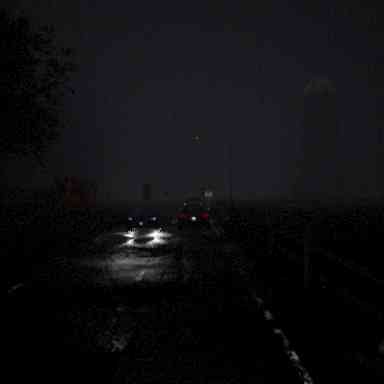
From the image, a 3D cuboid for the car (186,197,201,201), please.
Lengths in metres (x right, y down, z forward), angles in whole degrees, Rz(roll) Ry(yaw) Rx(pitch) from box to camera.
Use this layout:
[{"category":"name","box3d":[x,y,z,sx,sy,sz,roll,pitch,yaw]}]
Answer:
[{"category":"car","box3d":[0.113,1.289,34.464,2.097,1.767,4.553,0,0,0]}]

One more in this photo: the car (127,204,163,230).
[{"category":"car","box3d":[-2.837,1.483,20.872,1.812,1.442,4.674,0,0,0]}]

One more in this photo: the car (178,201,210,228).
[{"category":"car","box3d":[0.109,1.520,21.630,1.994,1.385,4.181,0,0,0]}]
